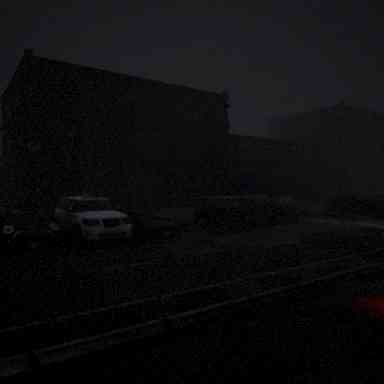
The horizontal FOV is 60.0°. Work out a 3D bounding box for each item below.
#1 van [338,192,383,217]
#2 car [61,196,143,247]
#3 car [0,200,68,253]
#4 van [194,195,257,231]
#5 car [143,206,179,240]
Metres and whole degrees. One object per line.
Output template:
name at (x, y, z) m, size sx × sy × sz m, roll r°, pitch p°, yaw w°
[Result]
van at (15.436, 1.114, 29.947) m, size 1.878 × 1.987 × 4.442 m, roll -1°, pitch 0°, yaw -36°
car at (-4.784, 1.219, 15.552) m, size 2.435 × 2.045 × 5.566 m, roll 0°, pitch 0°, yaw -36°
car at (-7.060, 1.351, 13.992) m, size 2.185 × 1.767 × 4.553 m, roll 0°, pitch 0°, yaw -36°
van at (1.856, 1.216, 20.494) m, size 1.878 × 1.987 × 4.442 m, roll 0°, pitch 0°, yaw -36°
car at (-2.542, 1.492, 17.159) m, size 2.163 × 1.488 × 4.792 m, roll 0°, pitch 0°, yaw -36°
